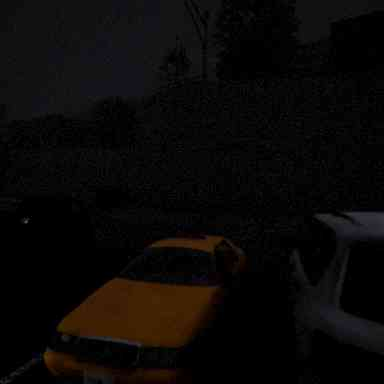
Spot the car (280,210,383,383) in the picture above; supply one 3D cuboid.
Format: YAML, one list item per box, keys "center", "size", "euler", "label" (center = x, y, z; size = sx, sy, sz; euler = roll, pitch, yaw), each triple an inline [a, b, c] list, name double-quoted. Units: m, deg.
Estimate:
- center: [2.353, 1.236, 4.156]
  size: [2.435, 2.045, 5.566]
  euler: [0, -1, 15]
  label: "car"

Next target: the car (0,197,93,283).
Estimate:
- center: [-4.988, 1.185, 9.329]
  size: [2.435, 2.045, 5.566]
  euler: [1, 0, 16]
  label: "car"

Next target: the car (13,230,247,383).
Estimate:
- center: [-0.148, 1.469, 5.693]
  size: [1.946, 1.575, 5.366]
  euler: [1, 0, 15]
  label: "car"
